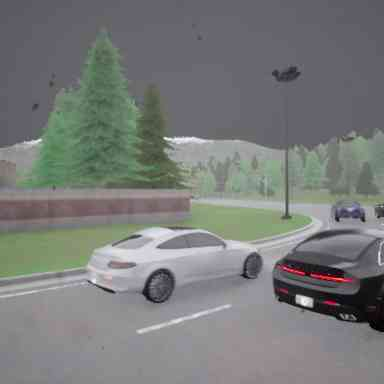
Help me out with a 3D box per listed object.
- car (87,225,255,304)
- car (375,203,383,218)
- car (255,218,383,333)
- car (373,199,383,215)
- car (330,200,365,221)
[{"bbox_3d":[-0.199,1.563,8.245,4.674,1.442,1.812,0,0,-39],"label":"car"},{"bbox_3d":[16.093,1.517,26.521,2.128,1.511,4.902,0,0,14],"label":"car"},{"bbox_3d":[3.650,1.515,6.900,4.892,1.490,1.837,1,0,-40],"label":"car"},{"bbox_3d":[20.487,1.523,33.387,2.128,1.511,4.902,0,0,4],"label":"car"},{"bbox_3d":[12.589,1.398,27.160,2.097,1.767,4.553,-1,0,17],"label":"car"}]
